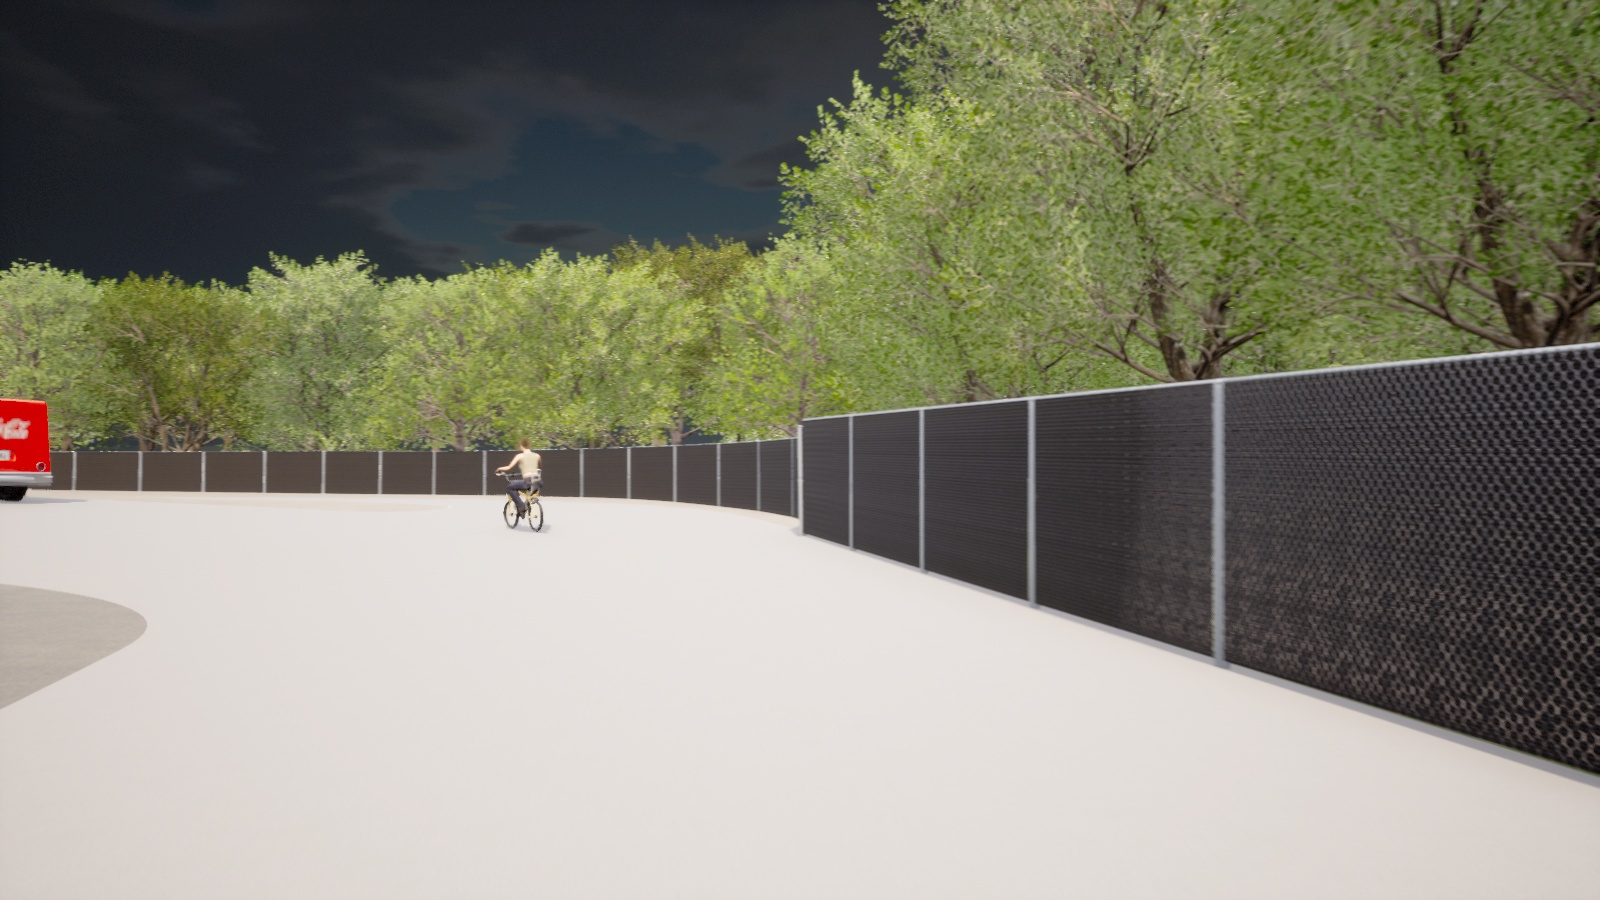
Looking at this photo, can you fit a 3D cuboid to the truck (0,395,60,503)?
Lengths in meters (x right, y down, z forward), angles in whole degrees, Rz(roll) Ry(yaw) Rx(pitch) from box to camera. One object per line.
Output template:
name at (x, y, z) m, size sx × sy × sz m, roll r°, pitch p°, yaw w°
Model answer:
truck at (-20.674, -0.060, 29.994) m, size 5.204 × 2.467 × 2.627 m, roll 1°, pitch -1°, yaw 25°

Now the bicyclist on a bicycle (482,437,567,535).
bicyclist on a bicycle at (-4.752, 0.587, 21.600) m, size 0.866 × 1.612 × 1.509 m, roll 0°, pitch 0°, yaw -38°
